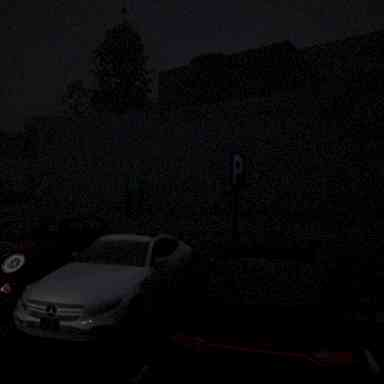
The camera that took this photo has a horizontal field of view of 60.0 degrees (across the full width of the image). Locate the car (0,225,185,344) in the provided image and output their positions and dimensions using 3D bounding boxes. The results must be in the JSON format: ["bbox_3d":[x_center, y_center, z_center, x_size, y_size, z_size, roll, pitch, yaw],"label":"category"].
[{"bbox_3d":[-1.285,1.559,6.722,2.002,1.452,4.674,0,-1,16],"label":"car"}]

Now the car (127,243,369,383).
[{"bbox_3d":[1.151,1.500,4.970,2.097,1.535,5.008,0,-1,16],"label":"car"}]

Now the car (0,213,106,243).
[{"bbox_3d":[-3.718,1.409,8.497,2.185,1.767,4.553,0,-1,16],"label":"car"}]
